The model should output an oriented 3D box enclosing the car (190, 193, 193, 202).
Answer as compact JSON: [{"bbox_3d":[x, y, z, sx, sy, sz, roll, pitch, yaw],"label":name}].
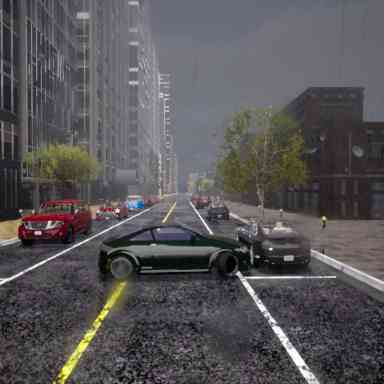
[{"bbox_3d":[0.805,1.291,72.003,2.192,1.841,5.009,-1,0,-2],"label":"car"}]

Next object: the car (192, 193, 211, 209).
[{"bbox_3d":[1.536,1.301,44.340,2.192,1.841,5.009,-1,0,-2],"label":"car"}]

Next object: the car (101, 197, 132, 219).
[{"bbox_3d":[-6.392,1.432,26.802,1.967,1.590,4.097,-1,0,-2],"label":"car"}]

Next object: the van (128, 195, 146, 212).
[{"bbox_3d":[-6.694,1.329,38.595,1.690,1.788,3.998,-1,0,-2],"label":"van"}]

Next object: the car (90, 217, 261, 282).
[{"bbox_3d":[-0.468,1.557,9.349,4.181,1.385,1.994,0,0,-6],"label":"car"}]

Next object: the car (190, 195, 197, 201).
[{"bbox_3d":[0.370,1.551,88.600,1.802,1.307,4.206,-1,0,-2],"label":"car"}]

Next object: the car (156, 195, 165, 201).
[{"bbox_3d":[-7.858,1.497,82.688,1.752,1.417,4.829,-1,0,-2],"label":"car"}]

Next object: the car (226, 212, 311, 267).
[{"bbox_3d":[2.548,1.548,11.148,2.008,1.369,4.403,-1,0,-2],"label":"car"}]

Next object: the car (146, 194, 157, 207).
[{"bbox_3d":[-6.987,1.299,49.661,2.192,1.841,5.009,-1,0,-2],"label":"car"}]

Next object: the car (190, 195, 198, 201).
[{"bbox_3d":[0.516,1.537,83.068,1.947,1.339,4.313,-1,0,-2],"label":"car"}]

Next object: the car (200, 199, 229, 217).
[{"bbox_3d":[2.010,1.543,27.007,2.008,1.369,4.403,-1,0,-1],"label":"car"}]

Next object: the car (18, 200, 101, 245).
[{"bbox_3d":[-6.192,1.310,15.734,2.192,1.841,5.009,-1,0,-2],"label":"car"}]

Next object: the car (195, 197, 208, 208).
[{"bbox_3d":[1.389,1.509,50.042,1.752,1.417,4.829,-1,0,-2],"label":"car"}]

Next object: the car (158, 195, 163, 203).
[{"bbox_3d":[-7.423,1.522,66.260,1.887,1.381,4.507,-1,0,-2],"label":"car"}]
